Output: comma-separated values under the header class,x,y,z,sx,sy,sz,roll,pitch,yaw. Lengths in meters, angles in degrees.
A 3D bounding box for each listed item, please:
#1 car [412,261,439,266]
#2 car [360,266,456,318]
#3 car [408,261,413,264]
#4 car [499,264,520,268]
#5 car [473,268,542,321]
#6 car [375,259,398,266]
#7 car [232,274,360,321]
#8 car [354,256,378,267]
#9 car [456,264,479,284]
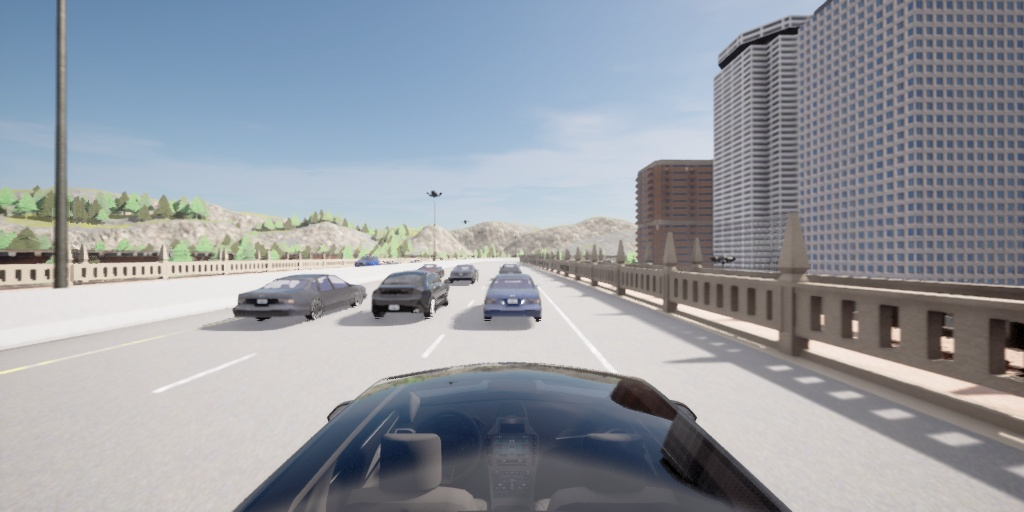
class,x,y,z,sx,sy,sz,roll,pitch,yaw
car,-7.206,1.372,31.954,1.994,1.385,4.181,0,0,-1
car,-3.458,1.277,13.002,1.837,1.490,4.892,0,0,0
car,-15.004,1.417,55.175,1.994,1.385,4.181,0,0,-1
car,-0.208,1.372,32.084,1.994,1.385,4.181,0,0,-1
car,0.038,1.318,12.572,2.033,1.411,5.357,0,0,0
car,-18.479,1.452,54.217,1.895,1.301,4.718,0,0,-1
car,-6.962,1.318,12.533,2.033,1.411,5.357,0,0,1
car,-21.989,1.072,54.722,2.150,2.045,5.566,0,0,-1
car,-3.623,1.347,27.693,2.033,1.411,5.357,0,0,-1
